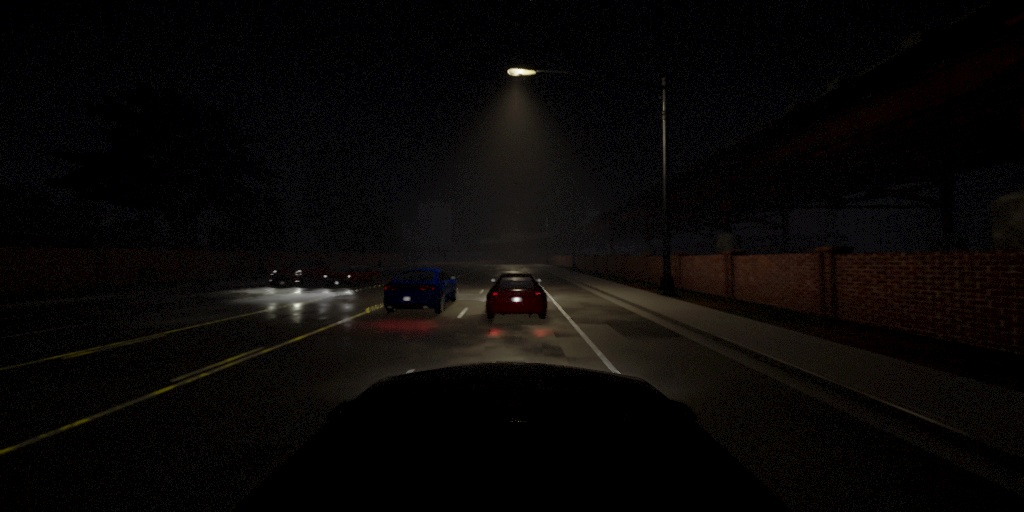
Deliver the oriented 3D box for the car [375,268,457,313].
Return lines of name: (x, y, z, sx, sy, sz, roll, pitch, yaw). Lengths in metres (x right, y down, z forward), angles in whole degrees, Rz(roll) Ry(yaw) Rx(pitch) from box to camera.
car: (-3.341, 1.200, 13.906, 1.882, 1.535, 5.008, 0, 0, 0)

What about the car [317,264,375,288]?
car: (-10.415, 1.295, 23.574, 1.895, 1.301, 4.718, 0, 0, 1)

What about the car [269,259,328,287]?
car: (-13.910, 1.039, 23.996, 2.097, 1.767, 4.553, 0, 0, 1)

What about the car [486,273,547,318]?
car: (0.154, 1.293, 12.921, 1.994, 1.385, 4.181, 0, 0, 0)
